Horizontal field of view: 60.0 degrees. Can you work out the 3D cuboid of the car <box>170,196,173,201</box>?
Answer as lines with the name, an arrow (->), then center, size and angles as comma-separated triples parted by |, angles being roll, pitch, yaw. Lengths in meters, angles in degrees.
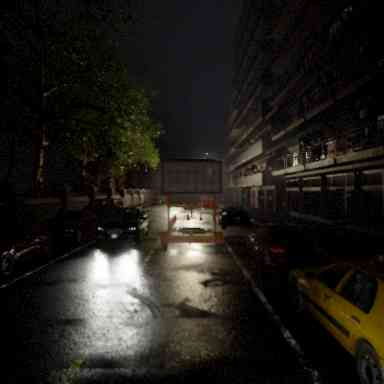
car -> -5.745, 1.646, 72.157 | 2.008, 1.369, 4.403 | 0, 0, 0

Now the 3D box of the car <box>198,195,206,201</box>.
car -> 2.622, 1.571, 89.055 | 1.967, 1.590, 4.097 | 0, 0, 0

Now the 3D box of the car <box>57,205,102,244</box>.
car -> -5.702, 1.557, 15.854 | 1.887, 1.381, 4.507 | 0, 0, 0

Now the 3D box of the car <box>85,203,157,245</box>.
car -> -3.112, 1.503, 15.765 | 2.128, 1.511, 4.902 | 0, 0, 0

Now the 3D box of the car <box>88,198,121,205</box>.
car -> -5.706, 1.332, 21.487 | 2.192, 1.841, 5.009 | 0, 0, 0

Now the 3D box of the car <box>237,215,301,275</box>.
car -> 2.682, 1.589, 10.231 | 1.802, 1.307, 4.206 | 0, 0, 0

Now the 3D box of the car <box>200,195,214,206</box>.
car -> 2.653, 1.597, 49.643 | 1.887, 1.381, 4.507 | 0, 0, 0

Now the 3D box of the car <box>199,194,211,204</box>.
car -> 2.639, 1.399, 66.533 | 2.192, 1.841, 5.009 | 0, 0, 0

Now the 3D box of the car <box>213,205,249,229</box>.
car -> 2.674, 1.582, 21.493 | 1.947, 1.339, 4.313 | 0, 0, 0

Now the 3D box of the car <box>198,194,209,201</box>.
car -> 2.644, 1.513, 60.903 | 1.967, 1.590, 4.097 | 0, 0, 0

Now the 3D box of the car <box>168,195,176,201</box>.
car -> -5.762, 1.696, 94.678 | 2.008, 1.369, 4.403 | 0, 0, 0

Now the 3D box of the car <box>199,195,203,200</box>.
car -> 2.648, 1.607, 55.274 | 1.887, 1.381, 4.507 | 0, 0, 0

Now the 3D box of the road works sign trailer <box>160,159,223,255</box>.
road works sign trailer -> -0.010, 0.474, 13.251 | 2.380, 3.560, 2.880 | 0, 0, 0

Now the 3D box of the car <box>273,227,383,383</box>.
car -> 2.687, 1.528, 4.770 | 1.752, 1.417, 4.829 | 0, 0, 0

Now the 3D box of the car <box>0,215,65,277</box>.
car -> -5.698, 1.590, 10.224 | 1.802, 1.307, 4.206 | 0, 0, 0

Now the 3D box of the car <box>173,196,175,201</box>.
car -> -5.758, 1.657, 88.878 | 1.752, 1.417, 4.829 | 0, 0, 0

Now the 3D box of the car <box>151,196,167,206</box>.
car -> -5.733, 1.504, 55.267 | 1.967, 1.590, 4.097 | 0, 0, 0
